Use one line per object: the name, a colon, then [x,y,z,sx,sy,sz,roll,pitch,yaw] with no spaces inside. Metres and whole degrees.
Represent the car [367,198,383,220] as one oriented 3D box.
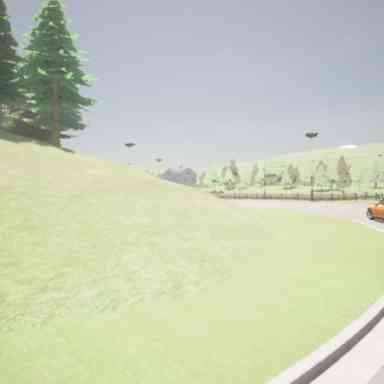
car: [13.483,1.126,22.144,2.097,1.767,4.553,0,0,8]
